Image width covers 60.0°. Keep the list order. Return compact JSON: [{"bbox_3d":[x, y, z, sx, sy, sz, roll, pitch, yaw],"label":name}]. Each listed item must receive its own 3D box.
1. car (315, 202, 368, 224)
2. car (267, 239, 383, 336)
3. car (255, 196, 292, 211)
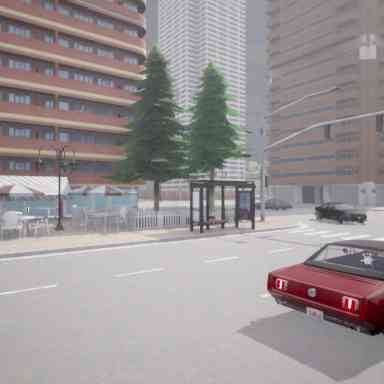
[{"bbox_3d":[11.154,1.526,25.141,1.882,1.535,5.008,1,0,-5],"label":"car"},{"bbox_3d":[3.718,1.601,6.461,4.718,1.301,1.895,0,0,-36],"label":"car"},{"bbox_3d":[10.187,1.603,42.549,2.033,1.411,5.357,0,0,-36],"label":"car"}]
